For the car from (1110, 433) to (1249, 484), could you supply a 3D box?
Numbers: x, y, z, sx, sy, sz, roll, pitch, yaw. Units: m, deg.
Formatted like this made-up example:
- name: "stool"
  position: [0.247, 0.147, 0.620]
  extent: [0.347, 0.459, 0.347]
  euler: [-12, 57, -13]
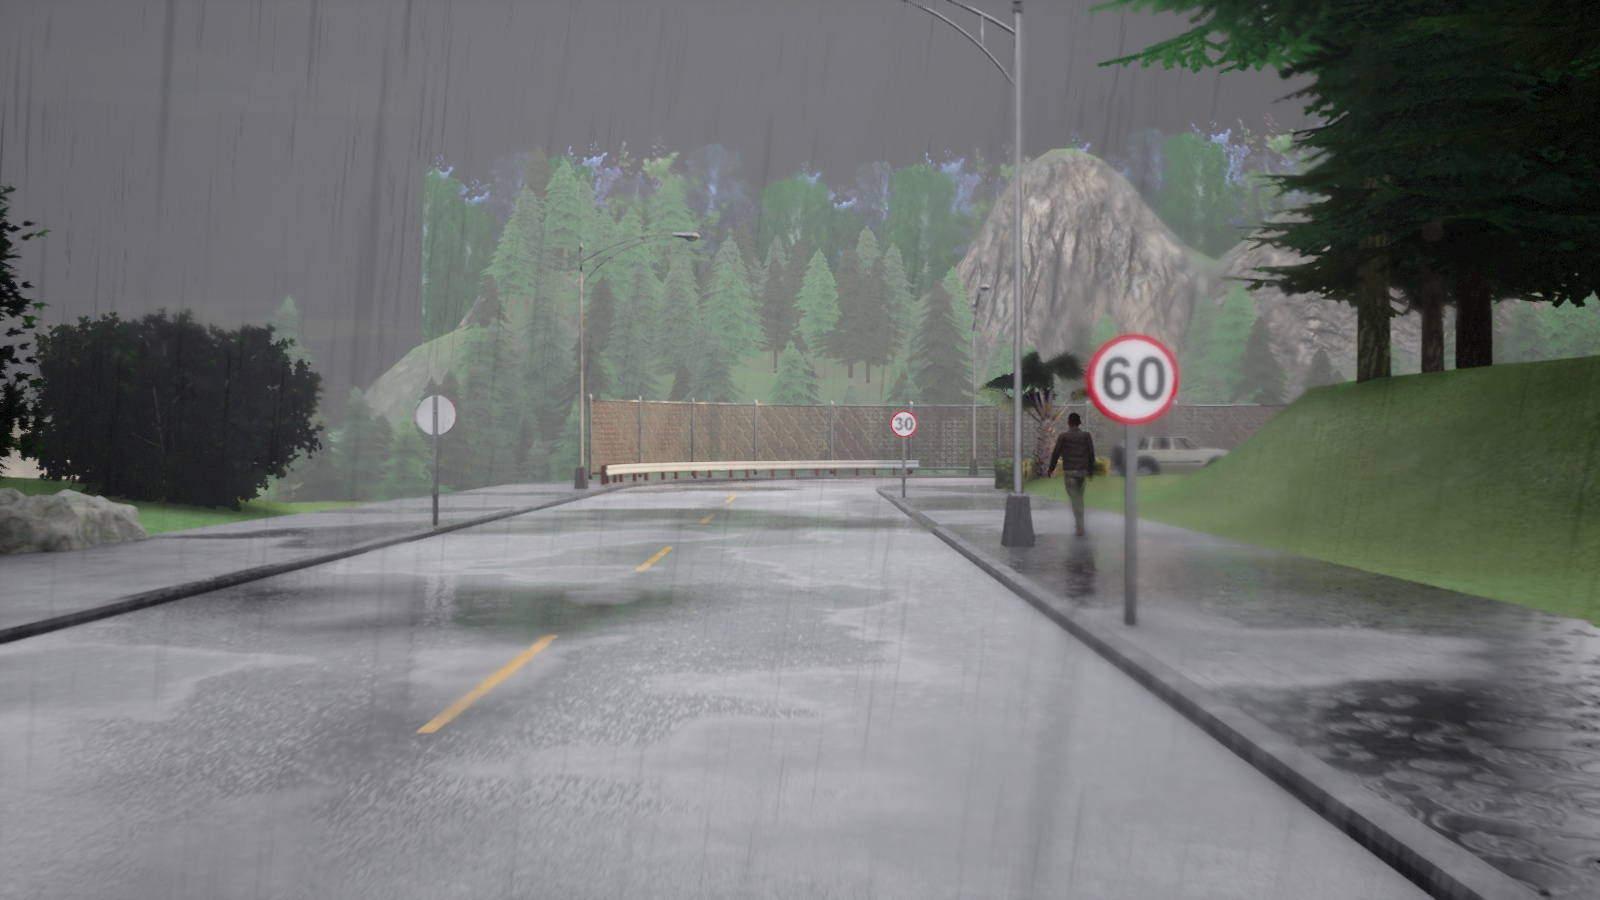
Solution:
- name: "car"
  position: [14.131, 0.310, 46.951]
  extent: [4.605, 1.855, 1.932]
  euler: [0, 0, 0]

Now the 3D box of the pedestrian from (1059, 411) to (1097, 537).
- name: "pedestrian"
  position: [4.123, 0.353, 18.671]
  extent: [0.431, 1.840, 0.703]
  euler: [0, 0, 2]
